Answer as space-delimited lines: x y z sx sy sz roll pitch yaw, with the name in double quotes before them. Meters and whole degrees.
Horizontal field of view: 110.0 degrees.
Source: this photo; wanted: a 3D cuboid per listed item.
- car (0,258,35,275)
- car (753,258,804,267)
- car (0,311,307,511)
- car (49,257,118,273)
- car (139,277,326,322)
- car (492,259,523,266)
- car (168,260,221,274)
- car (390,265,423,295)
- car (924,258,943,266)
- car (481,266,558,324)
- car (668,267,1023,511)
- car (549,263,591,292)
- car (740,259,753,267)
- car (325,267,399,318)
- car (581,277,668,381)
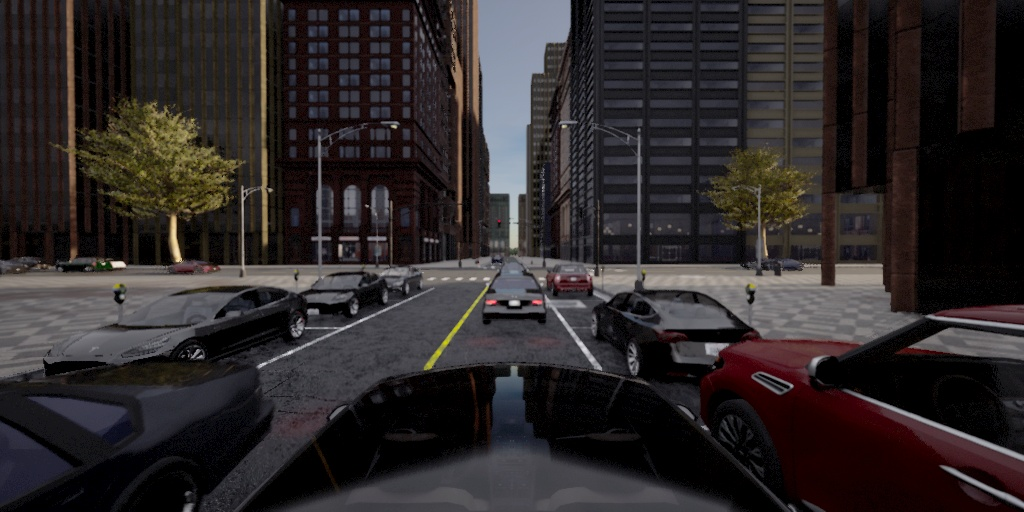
"car" -52.141 1.200 36.422 4.181 1.385 1.994 0 1 0
"car" 29.711 0.922 39.742 4.181 1.385 1.994 0 1 0
"car" -3.103 1.304 0.919 2.033 1.411 5.357 0 0 0
"car" -47.348 0.914 39.716 4.553 1.767 2.097 0 1 1
"car" -5.751 1.273 6.928 1.948 1.339 4.313 0 0 0
"car" 0.048 1.130 22.090 2.033 1.411 5.357 0 0 0
"car" -32.124 1.125 36.323 4.181 1.385 1.994 0 1 0
"car" -5.723 1.165 18.201 2.007 1.370 4.403 0 0 0
"car" 49.296 0.704 39.643 4.553 1.767 2.097 0 1 0
"car" 0.083 1.216 11.559 2.033 1.411 5.357 0 0 1
"car" 2.761 1.068 1.273 2.192 1.841 5.009 0 0 0
"car" 2.802 1.054 18.181 1.967 1.591 4.097 0 0 0
"car" 29.776 0.880 42.989 4.181 1.385 1.994 0 1 0
"car" -5.737 1.227 12.564 1.948 1.339 4.313 0 0 0
"car" 2.774 1.272 6.909 1.948 1.339 4.313 0 0 0
